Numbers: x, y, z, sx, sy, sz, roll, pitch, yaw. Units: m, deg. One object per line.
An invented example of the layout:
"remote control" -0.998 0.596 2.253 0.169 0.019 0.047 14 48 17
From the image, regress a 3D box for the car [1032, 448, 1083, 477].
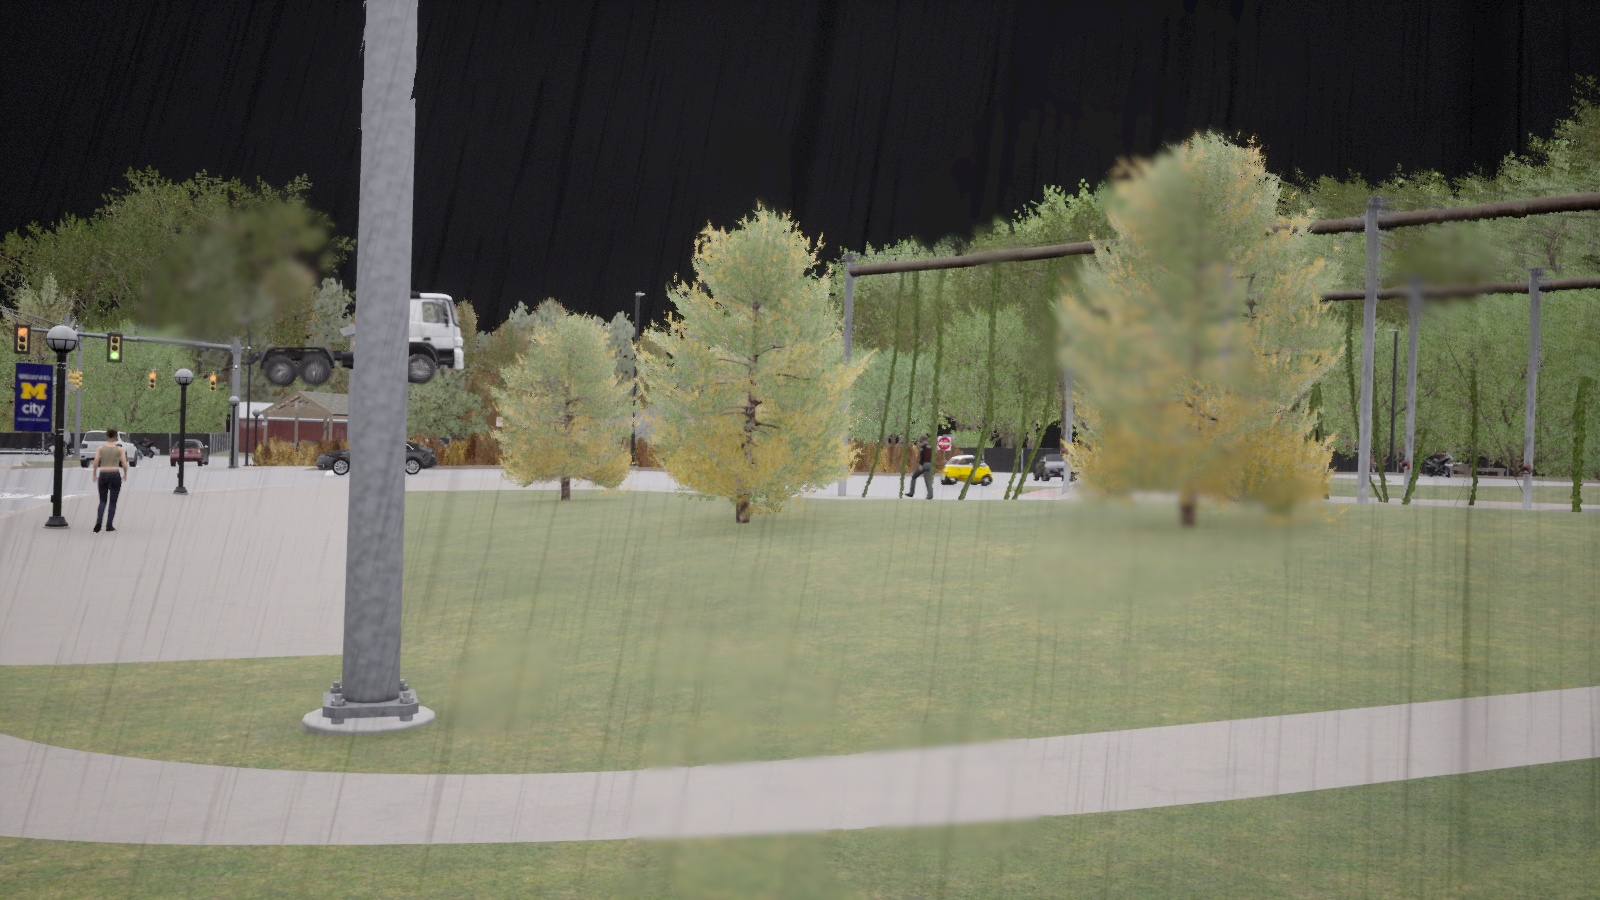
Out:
"car" 13.547 0.649 66.240 1.816 1.474 4.193 -1 0 1

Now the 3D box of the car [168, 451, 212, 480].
"car" -36.865 0.900 75.985 1.851 1.617 3.988 -1 1 -19

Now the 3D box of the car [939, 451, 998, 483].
"car" 7.567 0.751 56.392 2.207 1.376 1.481 -1 0 -13

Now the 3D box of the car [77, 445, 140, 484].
"car" -38.545 0.798 70.137 2.150 2.045 5.566 -1 0 -19

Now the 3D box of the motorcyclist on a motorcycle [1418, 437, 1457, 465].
"motorcyclist on a motorcycle" 35.957 0.070 70.826 0.866 1.530 2.191 -1 1 -7

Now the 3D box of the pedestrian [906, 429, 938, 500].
"pedestrian" 3.228 0.373 33.228 0.720 1.854 0.376 1 1 44

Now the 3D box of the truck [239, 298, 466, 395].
"truck" -17.346 -4.058 48.919 7.936 3.462 2.891 -4 4 -22

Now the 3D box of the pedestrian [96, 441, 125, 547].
"pedestrian" -12.190 0.765 22.200 0.345 1.836 0.594 1 0 -20

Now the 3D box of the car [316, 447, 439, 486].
"car" -18.055 0.697 53.746 4.892 1.490 1.837 -1 1 -20
